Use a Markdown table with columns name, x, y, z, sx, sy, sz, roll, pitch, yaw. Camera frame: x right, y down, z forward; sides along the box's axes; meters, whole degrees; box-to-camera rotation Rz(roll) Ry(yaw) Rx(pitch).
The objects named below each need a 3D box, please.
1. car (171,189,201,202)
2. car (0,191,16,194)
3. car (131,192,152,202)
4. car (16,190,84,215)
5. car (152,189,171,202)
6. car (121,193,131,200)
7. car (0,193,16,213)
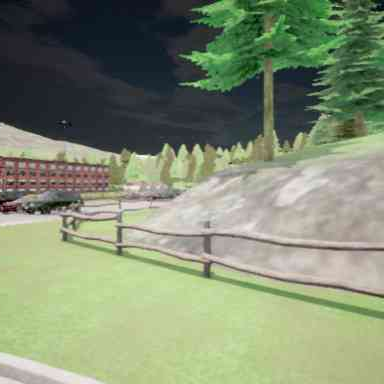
| name | x | y | z | sx | sy | sz | roll | pitch | yaw |
| --- | --- | --- | --- | --- | --- | --- | --- | --- | --- |
| car | -0.523 | 0.489 | 52.306 | 2.150 | 2.045 | 5.566 | 0 | 1 | 28 |
| car | -18.810 | 0.910 | 32.560 | 2.150 | 2.045 | 5.566 | 0 | 1 | 27 |
| car | -7.362 | 0.815 | 54.368 | 1.812 | 1.442 | 4.674 | 0 | 1 | 28 |
| car | -12.322 | 0.896 | 29.870 | 2.150 | 2.045 | 5.566 | 0 | 1 | 27 |
| car | -3.627 | 0.491 | 53.922 | 2.150 | 2.045 | 5.566 | 0 | 1 | 28 |
| car | -10.270 | 0.851 | 56.348 | 1.994 | 1.385 | 4.181 | 0 | 1 | 28 |
| car | -15.438 | 1.157 | 31.456 | 1.882 | 1.535 | 5.008 | 0 | 1 | 27 |
